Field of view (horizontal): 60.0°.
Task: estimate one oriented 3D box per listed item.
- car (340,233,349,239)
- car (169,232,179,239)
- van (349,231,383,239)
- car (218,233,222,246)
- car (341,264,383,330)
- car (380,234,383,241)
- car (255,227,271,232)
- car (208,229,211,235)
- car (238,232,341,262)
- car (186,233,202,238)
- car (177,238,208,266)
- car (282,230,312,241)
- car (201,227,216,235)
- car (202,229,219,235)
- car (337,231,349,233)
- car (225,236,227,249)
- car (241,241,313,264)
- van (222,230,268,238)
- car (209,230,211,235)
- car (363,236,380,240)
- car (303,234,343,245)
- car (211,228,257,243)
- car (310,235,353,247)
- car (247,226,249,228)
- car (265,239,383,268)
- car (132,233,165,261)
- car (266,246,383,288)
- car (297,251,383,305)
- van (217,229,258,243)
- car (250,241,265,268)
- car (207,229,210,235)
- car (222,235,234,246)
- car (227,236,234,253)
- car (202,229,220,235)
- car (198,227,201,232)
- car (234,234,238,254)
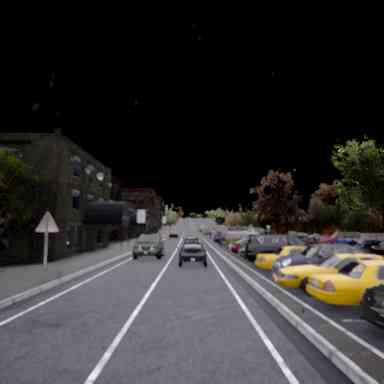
[{"bbox_3d":[18.489,5.891,38.466,5.008,1.535,2.097,0,-5,0],"label":"car"},{"bbox_3d":[-3.716,8.816,67.449,1.895,1.301,4.718,0,-6,-1],"label":"car"},{"bbox_3d":[18.415,5.057,32.742,4.442,1.987,1.878,0,-6,0],"label":"van"},{"bbox_3d":[5.903,6.171,41.025,4.674,1.452,2.002,0,-5,0],"label":"car"},{"bbox_3d":[6.141,2.477,7.297,4.674,1.452,2.002,0,-6,0],"label":"car"},{"bbox_3d":[18.540,4.543,27.242,4.553,1.767,2.185,0,-6,0],"label":"car"},{"bbox_3d":[18.368,10.459,86.743,4.553,1.767,2.185,0,-5,-1],"label":"car"},{"bbox_3d":[5.761,8.022,60.717,4.674,1.452,2.002,0,-5,0],"label":"car"},{"bbox_3d":[6.071,3.757,21.370,5.566,2.045,2.435,0,-6,0],"label":"car"},{"bbox_3d":[-0.072,6.108,40.888,2.128,1.511,4.902,0,-6,0],"label":"car"},{"bbox_3d":[0.044,4.260,23.291,1.837,1.490,4.892,0,-6,0],"label":"car"},{"bbox_3d":[18.327,7.609,58.044,4.553,1.767,2.185,0,-5,0],"label":"car"},{"bbox_3d":[5.334,10.621,86.746,4.674,1.452,2.002,1,-5,0],"label":"car"},{"bbox_3d":[5.241,11.373,94.919,4.674,1.452,2.002,0,-5,-1],"label":"car"},{"bbox_3d":[18.447,5.910,41.312,5.566,2.045,2.435,0,-5,0],"label":"car"},{"bbox_3d":[5.959,5.302,32.570,4.674,1.452,2.002,0,-6,0],"label":"car"},{"bbox_3d":[6.025,4.361,24.145,4.674,1.452,2.002,0,-6,0],"label":"car"},{"bbox_3d":[6.037,5.650,38.357,4.442,1.987,1.878,0,-6,0],"label":"van"},{"bbox_3d":[5.985,7.450,55.096,5.366,1.575,1.946,0,-5,0],"label":"car"},{"bbox_3d":[18.584,4.997,29.906,4.792,1.488,2.163,0,-6,0],"label":"car"},{"bbox_3d":[18.406,6.718,46.908,4.792,1.488,2.163,0,-5,0],"label":"car"},{"bbox_3d":[5.832,6.410,46.678,5.566,2.045,2.435,0,-5,0],"label":"car"},{"bbox_3d":[18.426,6.454,44.097,4.792,1.488,2.163,0,-5,0],"label":"car"},{"bbox_3d":[18.401,10.590,89.528,5.566,2.045,2.435,0,-5,-1],"label":"car"},{"bbox_3d":[6.114,3.254,15.740,4.553,1.767,2.185,0,-6,0],"label":"car"},{"bbox_3d":[-3.425,4.406,27.248,2.150,2.045,5.566,0,-6,0],"label":"car"},{"bbox_3d":[5.918,3.062,12.916,5.366,1.575,1.946,0,-6,0],"label":"car"},{"bbox_3d":[6.309,2.748,10.111,5.366,1.575,1.946,0,-6,0],"label":"car"},{"bbox_3d":[5.997,6.171,43.863,4.442,1.987,1.878,0,-5,0],"label":"van"},{"bbox_3d":[6.248,3.690,18.535,5.366,1.575,1.946,0,-6,0],"label":"car"},{"bbox_3d":[5.768,8.276,63.532,4.792,1.488,2.163,0,-5,0],"label":"car"},{"bbox_3d":[5.944,5.613,35.387,4.674,1.452,2.002,0,-6,0],"label":"car"},{"bbox_3d":[5.976,4.949,29.766,5.008,1.535,2.097,0,-6,0],"label":"car"},{"bbox_3d":[5.295,11.107,92.149,4.792,1.488,2.163,0,-5,-1],"label":"car"},{"bbox_3d":[5.107,10.819,89.379,5.366,1.575,1.946,0,-5,-1],"label":"car"},{"bbox_3d":[6.034,4.510,26.972,4.553,1.767,2.185,0,-6,0],"label":"car"}]
